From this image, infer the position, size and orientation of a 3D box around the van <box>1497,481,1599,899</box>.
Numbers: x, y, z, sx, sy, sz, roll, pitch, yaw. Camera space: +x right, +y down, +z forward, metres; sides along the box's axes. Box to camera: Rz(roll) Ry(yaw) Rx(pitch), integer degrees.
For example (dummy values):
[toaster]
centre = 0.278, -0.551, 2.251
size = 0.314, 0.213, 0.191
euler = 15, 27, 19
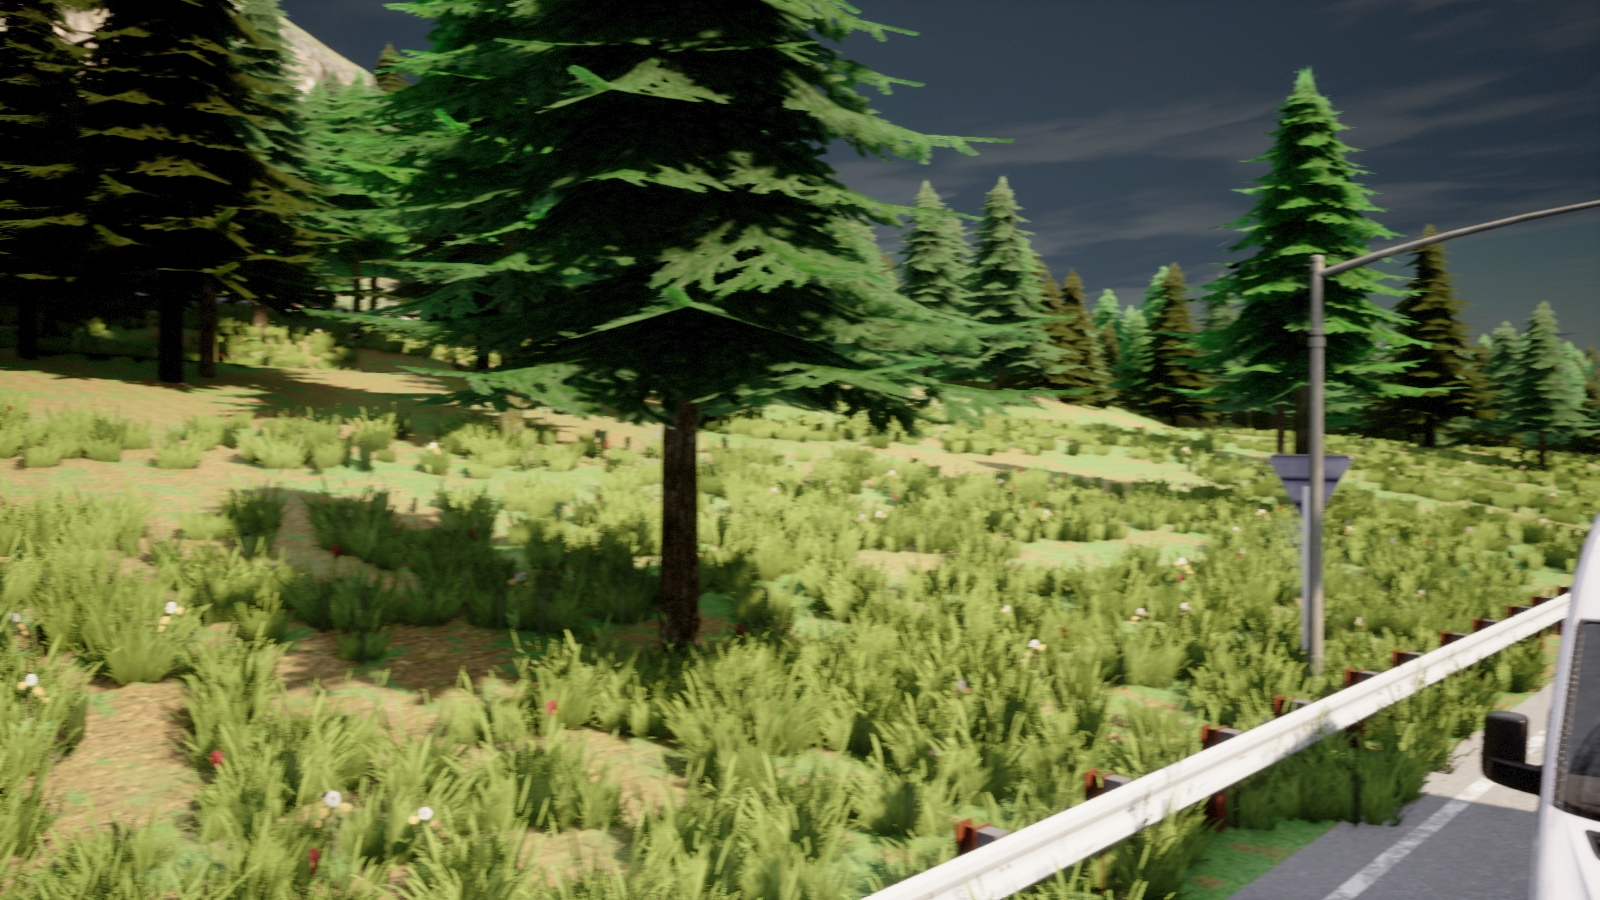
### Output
[van]
centre = 4.871, 1.509, 5.591
size = 1.988, 2.561, 5.915
euler = 0, 0, 36
